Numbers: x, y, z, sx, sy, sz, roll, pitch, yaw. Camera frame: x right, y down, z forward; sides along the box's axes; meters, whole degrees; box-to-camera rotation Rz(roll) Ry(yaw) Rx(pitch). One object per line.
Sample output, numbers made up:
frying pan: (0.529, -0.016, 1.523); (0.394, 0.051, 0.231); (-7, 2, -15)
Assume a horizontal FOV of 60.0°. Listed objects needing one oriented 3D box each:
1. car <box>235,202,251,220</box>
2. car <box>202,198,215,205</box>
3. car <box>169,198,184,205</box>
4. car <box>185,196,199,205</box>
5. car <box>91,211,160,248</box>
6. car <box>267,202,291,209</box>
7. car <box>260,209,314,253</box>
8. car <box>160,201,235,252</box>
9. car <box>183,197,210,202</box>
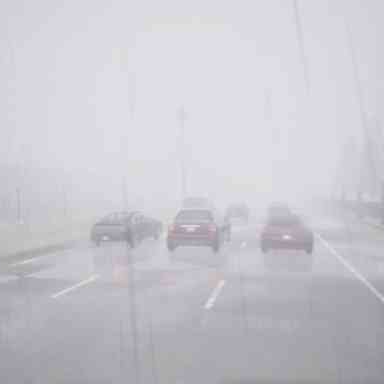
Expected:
car: (4.077, 1.651, 29.435); (2.128, 1.511, 4.902); (-1, 0, 14)
car: (3.485, 2.063, 71.234); (1.895, 1.301, 4.718); (-1, 0, 14)
car: (-3.309, 2.050, 72.925); (1.882, 1.535, 5.008); (-1, 0, 14)
car: (0.096, 1.875, 72.125); (2.097, 1.767, 4.553); (-1, 0, 14)
car: (-2.886, 1.646, 15.689); (2.128, 1.511, 4.902); (-1, 0, 14)
car: (7.523, 1.585, 28.789); (1.882, 1.535, 5.008); (-1, 0, 14)
car: (3.914, 1.614, 14.022); (1.994, 1.385, 4.181); (-1, 0, 14)
car: (0.461, 1.451, 14.655); (2.097, 1.767, 4.553); (-1, -1, 14)
car: (0.605, 1.426, 29.995); (2.150, 2.045, 5.566); (-1, 0, 14)
